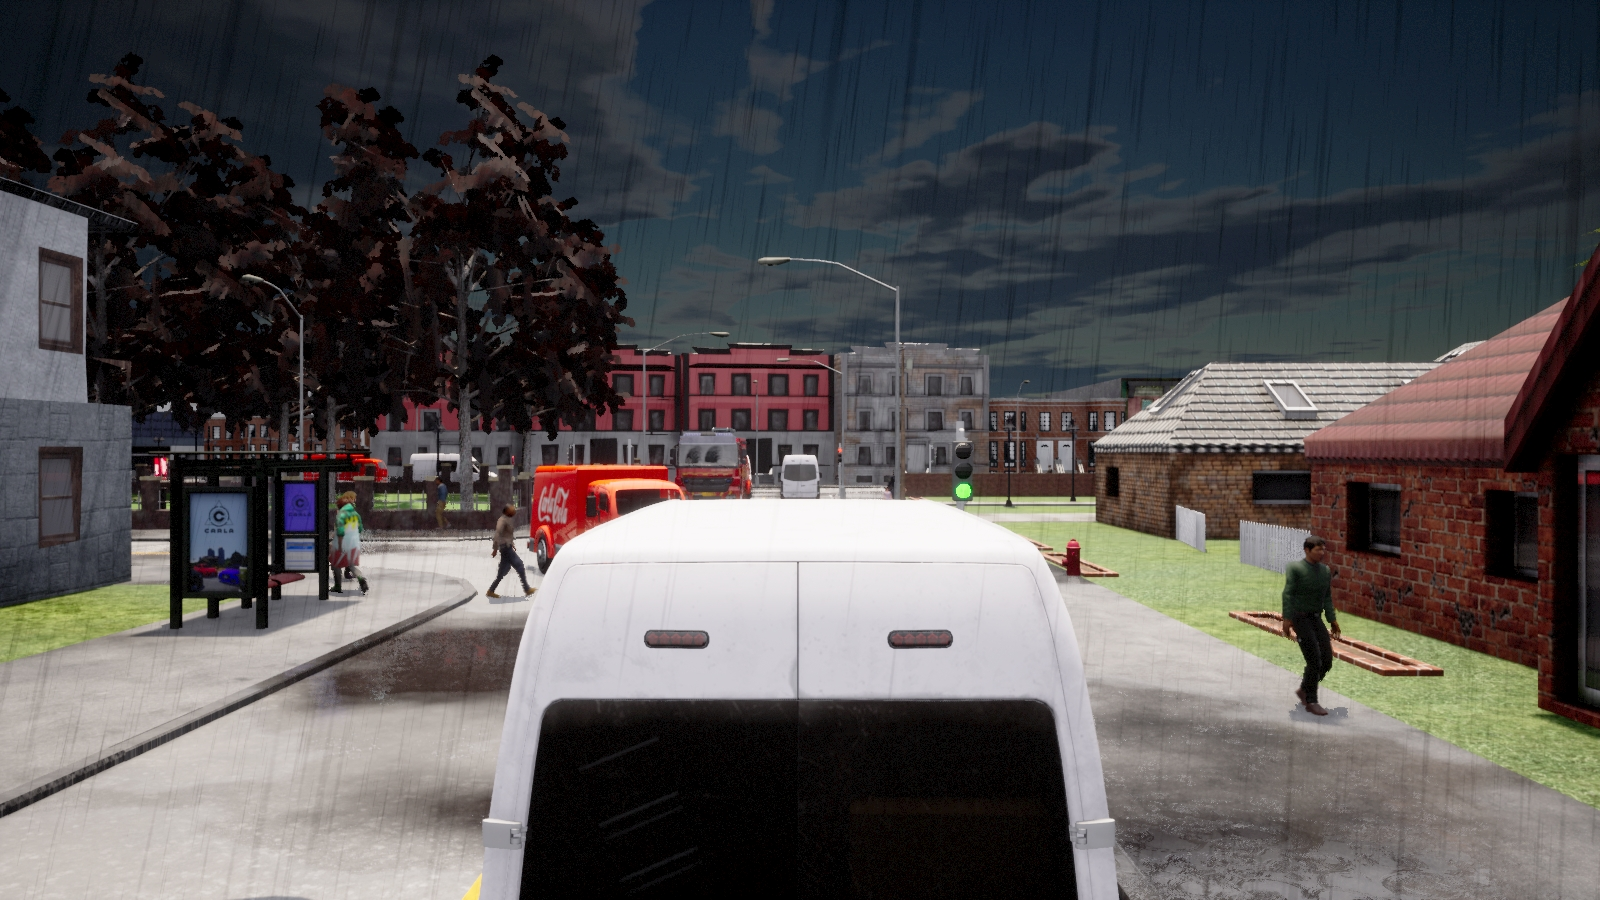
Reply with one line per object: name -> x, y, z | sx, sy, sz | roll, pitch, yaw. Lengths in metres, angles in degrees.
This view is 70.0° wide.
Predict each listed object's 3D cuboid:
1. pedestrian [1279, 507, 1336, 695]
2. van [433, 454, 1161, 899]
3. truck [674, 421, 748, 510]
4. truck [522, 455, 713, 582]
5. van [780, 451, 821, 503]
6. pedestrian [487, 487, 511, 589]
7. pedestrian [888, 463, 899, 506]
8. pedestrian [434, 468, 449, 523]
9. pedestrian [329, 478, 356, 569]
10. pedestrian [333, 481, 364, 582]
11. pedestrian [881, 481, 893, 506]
pedestrian -> 5.191, 1.523, 11.693 | 0.375, 1.860, 0.375 | 0, 0, -20
van -> -0.009, 1.315, 6.082 | 1.988, 2.561, 5.915 | 0, 0, 0
truck -> -4.049, 0.670, 53.739 | 2.891, 3.827, 8.468 | 0, 0, 0
truck -> -4.160, 1.348, 25.211 | 2.627, 2.467, 5.204 | 0, 0, -28
van -> -0.005, 1.314, 58.414 | 1.988, 2.561, 5.915 | 0, 0, 0
pedestrian -> -5.576, 1.629, 21.177 | 0.375, 1.860, 0.375 | 0, 0, -7
pedestrian -> 4.160, 1.524, 50.682 | 0.375, 1.860, 0.375 | 0, 0, -12
pedestrian -> -12.044, 1.526, 38.404 | 0.375, 1.860, 0.375 | 0, 0, -3
pedestrian -> -9.482, 1.516, 23.679 | 0.375, 1.860, 0.375 | 0, 0, 15
pedestrian -> -8.459, 1.516, 21.401 | 0.375, 1.860, 0.375 | 0, 0, 25
pedestrian -> 3.829, 1.903, 50.093 | 0.500, 1.100, 0.500 | 0, 0, 3
